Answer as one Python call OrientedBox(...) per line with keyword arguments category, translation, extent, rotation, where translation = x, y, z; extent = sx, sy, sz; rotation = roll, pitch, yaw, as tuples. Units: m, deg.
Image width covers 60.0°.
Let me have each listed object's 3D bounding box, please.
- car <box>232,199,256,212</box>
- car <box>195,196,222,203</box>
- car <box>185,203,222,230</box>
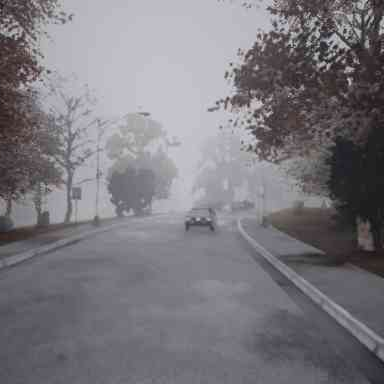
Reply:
OrientedBox(category="car", translation=(6.397, 1.618, 40.825), extent=(2.128, 1.511, 4.902), rotation=(-3, -1, 28))
OrientedBox(category="car", translation=(1.842, 1.480, 39.587), extent=(2.150, 2.045, 5.566), rotation=(-2, -1, 25))
OrientedBox(category="car", translation=(0.686, 1.679, 22.269), extent=(2.033, 1.411, 5.357), rotation=(-1, 0, 7))
